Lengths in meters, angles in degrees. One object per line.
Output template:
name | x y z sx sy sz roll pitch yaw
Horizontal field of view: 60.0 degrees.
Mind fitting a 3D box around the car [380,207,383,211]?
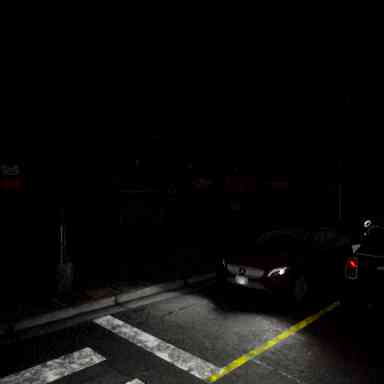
car | 9.803 1.433 15.797 2.097 1.767 4.553 -1 -1 45

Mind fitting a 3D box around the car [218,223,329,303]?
car | 2.621 1.570 8.544 1.812 1.442 4.674 0 -1 43

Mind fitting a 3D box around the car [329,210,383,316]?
car | 4.772 1.379 6.673 2.097 1.767 4.553 -1 -1 45
